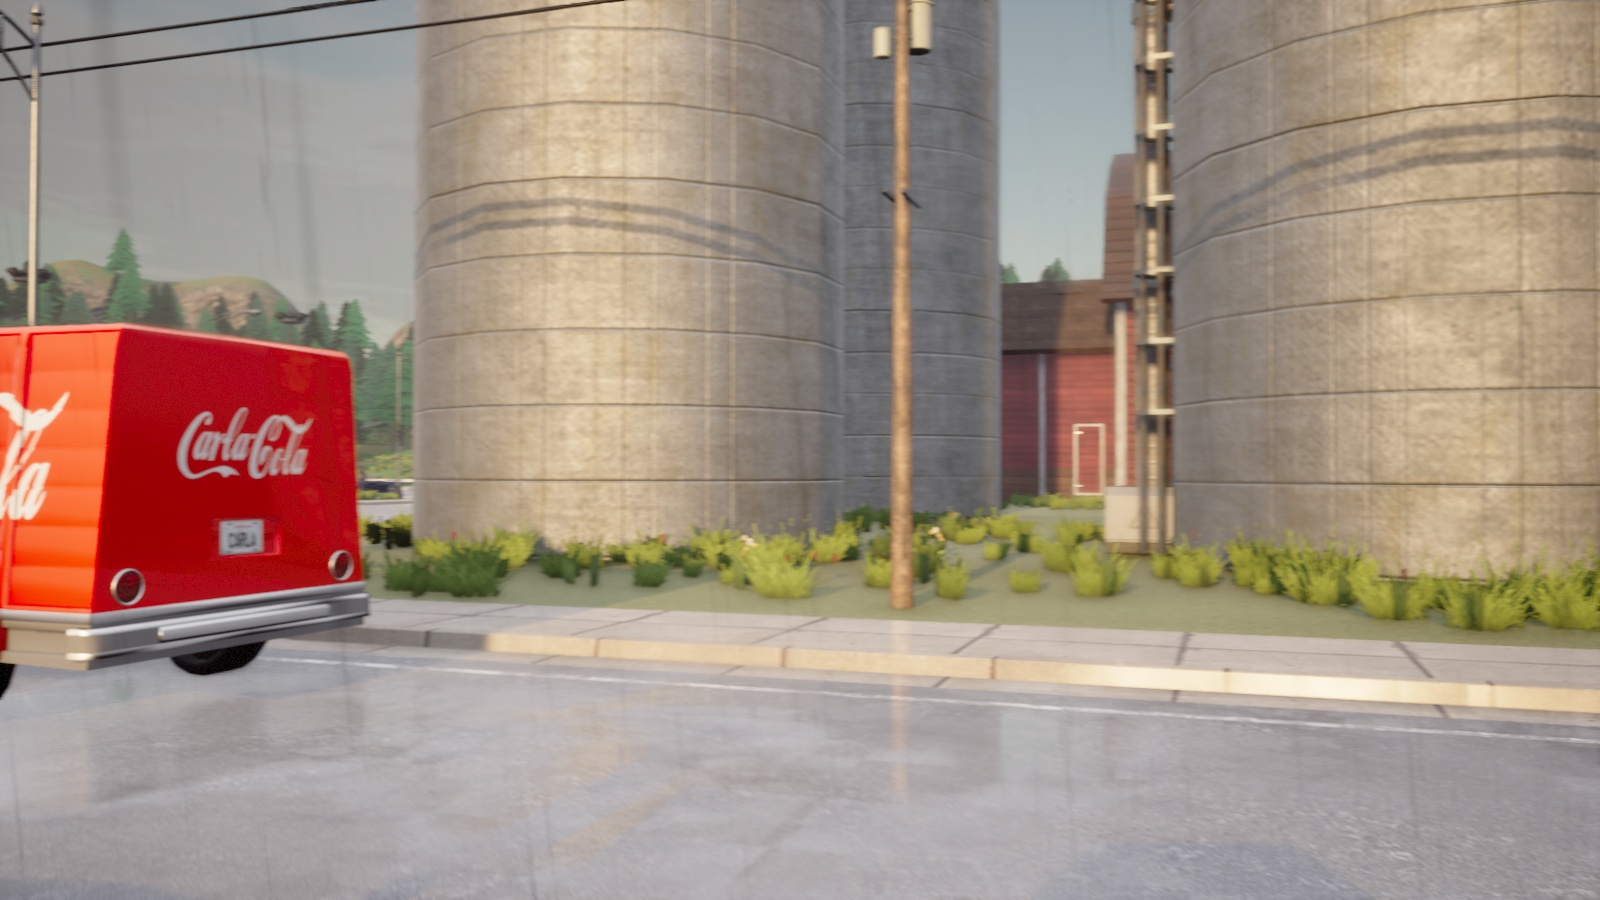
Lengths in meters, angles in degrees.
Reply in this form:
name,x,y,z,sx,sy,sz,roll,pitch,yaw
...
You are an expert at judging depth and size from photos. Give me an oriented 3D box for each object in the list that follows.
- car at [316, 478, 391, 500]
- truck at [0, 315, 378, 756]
name,x,y,z,sx,sy,sz,roll,pitch,yaw
car,-27.782,2.425,78.304,1.895,1.301,4.718,-1,-1,18
truck,-6.087,0.521,9.142,5.204,2.467,2.627,-1,-1,20
